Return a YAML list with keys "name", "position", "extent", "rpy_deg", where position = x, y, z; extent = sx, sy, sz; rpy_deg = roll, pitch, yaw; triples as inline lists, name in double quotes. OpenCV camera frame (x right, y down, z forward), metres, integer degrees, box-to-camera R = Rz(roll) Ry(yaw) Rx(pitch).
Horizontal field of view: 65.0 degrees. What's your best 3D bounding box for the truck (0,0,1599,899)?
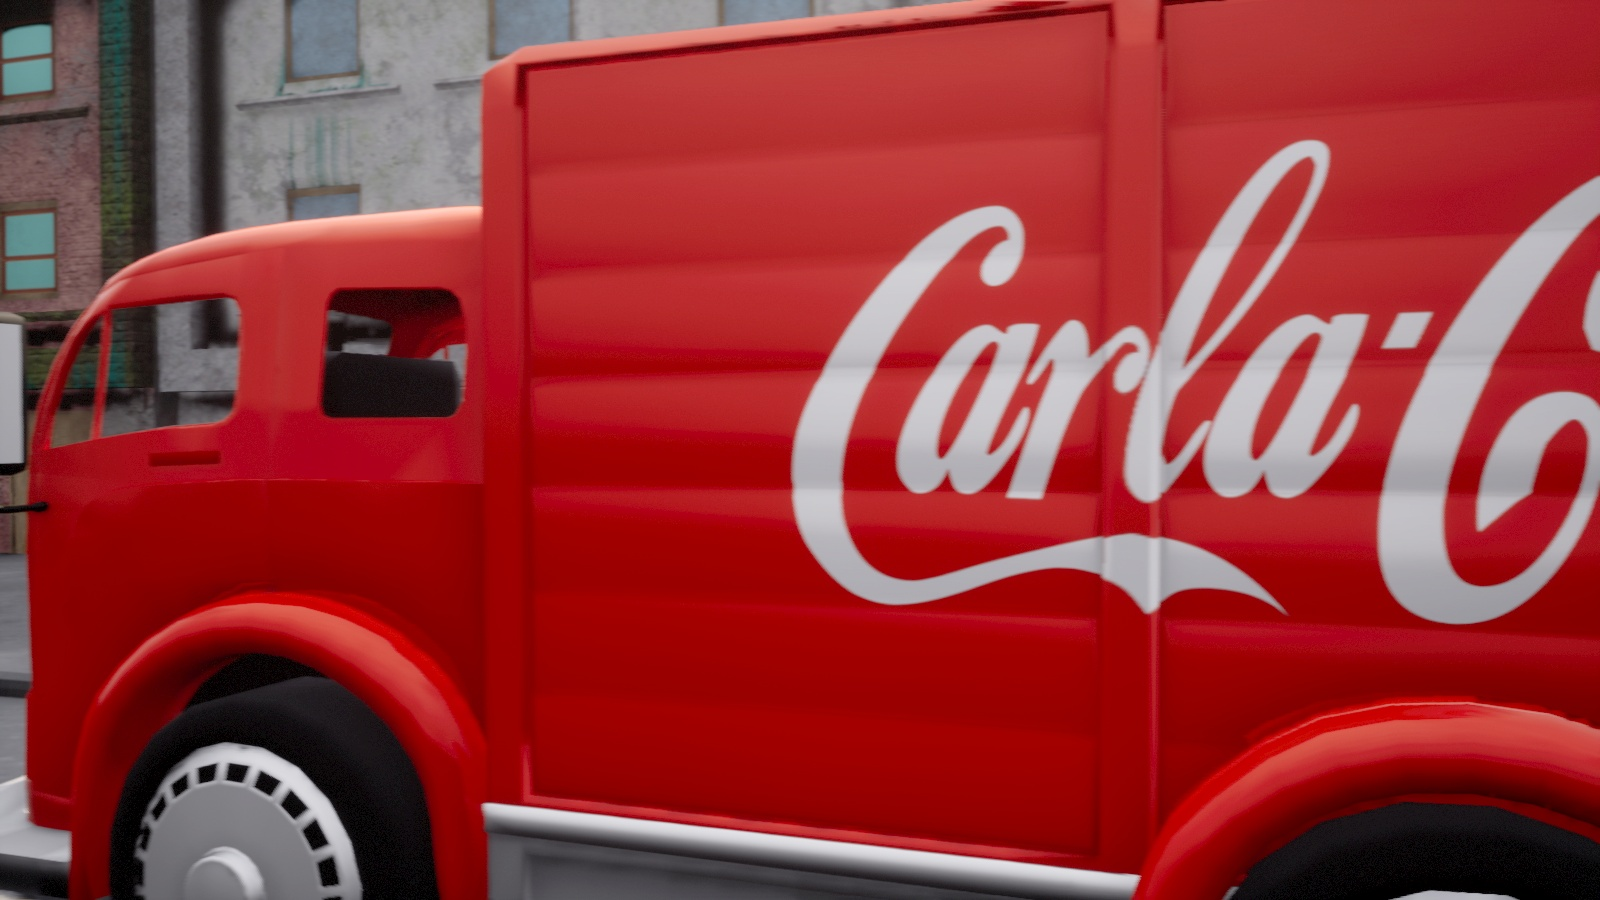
- name: "truck"
  position: [0.277, 0.283, 3.620]
  extent: [5.204, 2.467, 2.627]
  rpy_deg: [1, 1, 19]
